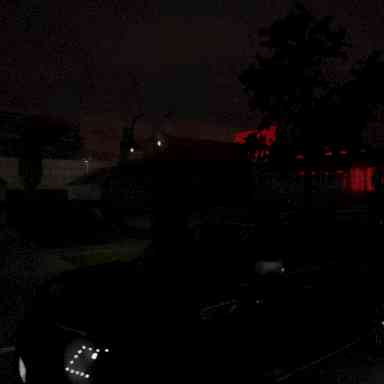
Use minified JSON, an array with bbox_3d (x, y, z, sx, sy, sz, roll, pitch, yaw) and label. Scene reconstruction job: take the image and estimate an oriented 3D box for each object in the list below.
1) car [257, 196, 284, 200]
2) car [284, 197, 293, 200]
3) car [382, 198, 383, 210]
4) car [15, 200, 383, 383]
[{"bbox_3d":[12.290,1.594,55.023,1.895,1.301,4.718,0,0,-33],"label":"car"},{"bbox_3d":[15.268,1.470,56.861,1.882,1.535,5.008,0,0,-33],"label":"car"},{"bbox_3d":[26.119,1.498,40.513,1.837,1.490,4.892,0,0,-34],"label":"car"},{"bbox_3d":[0.772,1.224,4.520,5.566,2.045,2.150,0,0,-35],"label":"car"}]
